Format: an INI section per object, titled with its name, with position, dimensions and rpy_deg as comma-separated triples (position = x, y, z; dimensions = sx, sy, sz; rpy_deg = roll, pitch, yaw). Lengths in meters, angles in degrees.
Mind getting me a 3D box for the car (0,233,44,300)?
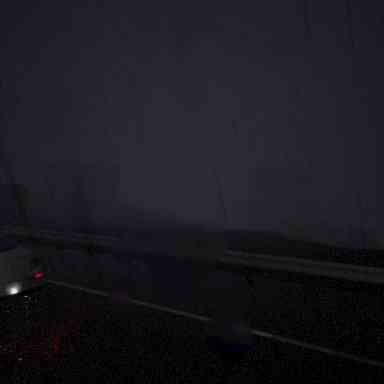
[car]
position = -5.093, 1.473, 7.063
dimensions = 4.674, 1.442, 1.812
rpy_deg = 0, 0, 32
